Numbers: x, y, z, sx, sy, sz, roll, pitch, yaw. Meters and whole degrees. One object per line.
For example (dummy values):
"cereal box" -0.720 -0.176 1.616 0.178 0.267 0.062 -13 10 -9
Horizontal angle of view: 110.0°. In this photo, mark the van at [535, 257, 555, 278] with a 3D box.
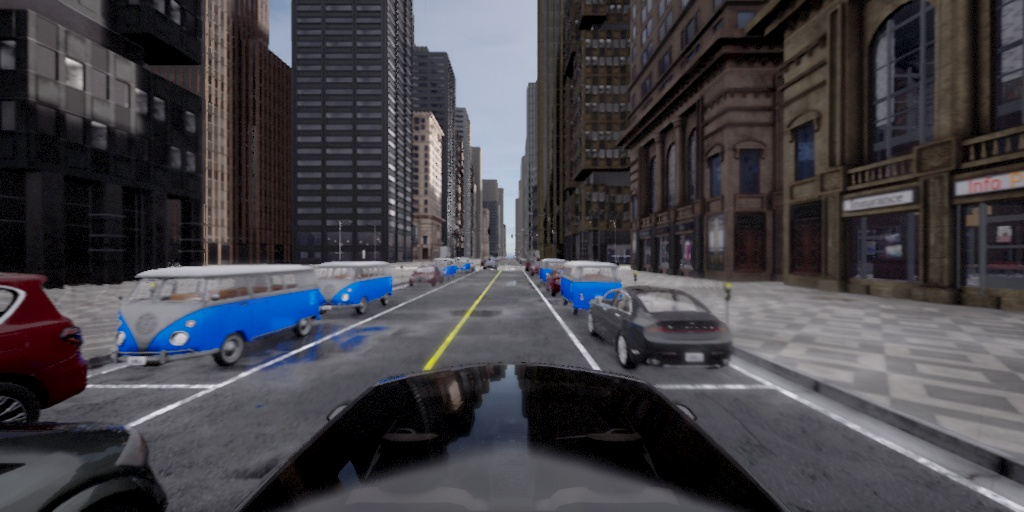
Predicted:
"van" 2.761 1.078 24.645 1.690 1.789 3.998 0 0 0

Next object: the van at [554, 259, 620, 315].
"van" 2.762 1.083 13.290 1.690 1.789 3.998 0 0 0

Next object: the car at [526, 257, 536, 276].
"car" 2.761 1.172 36.000 1.967 1.591 4.097 0 0 0

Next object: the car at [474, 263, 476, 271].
"car" -5.764 1.255 47.174 1.751 1.417 4.829 0 0 0

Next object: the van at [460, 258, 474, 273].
"van" -5.764 1.072 41.667 1.690 1.789 3.998 0 0 0

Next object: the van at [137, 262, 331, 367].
"van" -5.763 1.087 7.603 1.690 1.789 3.998 0 0 0

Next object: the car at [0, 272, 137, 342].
"car" -5.763 1.065 1.925 2.192 1.841 5.009 0 0 0

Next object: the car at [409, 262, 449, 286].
"car" -5.764 1.319 24.635 1.802 1.307 4.207 0 0 0

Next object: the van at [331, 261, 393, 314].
"van" -5.763 1.084 13.280 1.690 1.789 3.998 0 0 0

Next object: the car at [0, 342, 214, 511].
"car" -3.099 1.315 0.416 1.994 1.385 4.181 0 0 0

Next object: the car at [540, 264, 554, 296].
"car" 2.761 1.285 18.967 1.888 1.381 4.507 0 0 0

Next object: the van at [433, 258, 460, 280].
"van" -5.764 1.076 30.313 1.690 1.789 3.998 0 0 0

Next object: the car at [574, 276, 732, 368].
"car" 2.762 1.296 7.612 2.007 1.370 4.403 0 0 0

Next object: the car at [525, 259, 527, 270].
"car" 2.761 1.313 41.678 1.802 1.307 4.207 0 0 0

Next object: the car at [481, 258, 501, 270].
"car" -3.004 1.294 50.740 1.994 1.385 4.181 0 0 0

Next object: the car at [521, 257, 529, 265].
"car" 2.761 1.044 47.355 2.192 1.841 5.009 0 0 0
